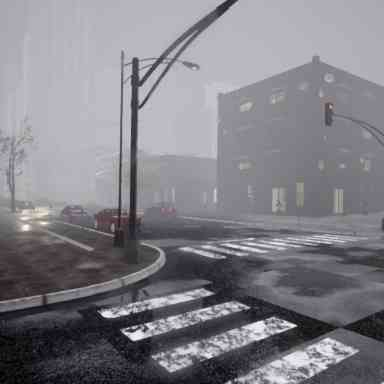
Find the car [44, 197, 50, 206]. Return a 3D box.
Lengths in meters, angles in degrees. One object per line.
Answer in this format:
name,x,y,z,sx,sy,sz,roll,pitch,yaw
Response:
car,-29.406,2.305,70.653,1.802,1.307,4.206,1,-1,-35

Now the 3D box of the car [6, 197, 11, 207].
car,-30.139,2.011,57.034,1.887,1.381,4.507,1,-1,-35

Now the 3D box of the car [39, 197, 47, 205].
car,-35.729,2.139,79.736,2.192,1.841,5.009,1,-1,-35

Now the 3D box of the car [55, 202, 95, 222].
car,-9.663,1.729,27.421,1.802,1.307,4.206,1,-1,-35

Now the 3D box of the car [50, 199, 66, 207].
car,-26.244,2.113,66.114,1.967,1.590,4.097,1,-1,-35

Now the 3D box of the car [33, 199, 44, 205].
car,-38.990,2.402,84.414,1.752,1.417,4.829,1,-1,-35

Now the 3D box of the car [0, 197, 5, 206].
car,-36.283,2.130,65.867,1.947,1.339,4.313,1,-1,-35

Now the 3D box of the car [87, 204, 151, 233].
car,-4.517,1.615,20.035,1.887,1.381,4.507,1,-1,-35

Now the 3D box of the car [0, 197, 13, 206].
car,-39.444,1.929,70.410,2.192,1.841,5.009,1,-1,-35

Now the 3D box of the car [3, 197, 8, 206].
car,-33.120,2.080,61.327,1.947,1.339,4.313,1,-1,-35

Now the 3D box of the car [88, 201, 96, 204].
car,-15.857,2.037,51.323,1.752,1.417,4.829,1,-1,-35

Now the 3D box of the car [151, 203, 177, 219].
car,-3.202,1.760,33.262,1.967,1.590,4.097,1,-1,-35

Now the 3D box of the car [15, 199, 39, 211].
car,-23.761,1.890,47.784,1.752,1.417,4.829,1,-1,-35
